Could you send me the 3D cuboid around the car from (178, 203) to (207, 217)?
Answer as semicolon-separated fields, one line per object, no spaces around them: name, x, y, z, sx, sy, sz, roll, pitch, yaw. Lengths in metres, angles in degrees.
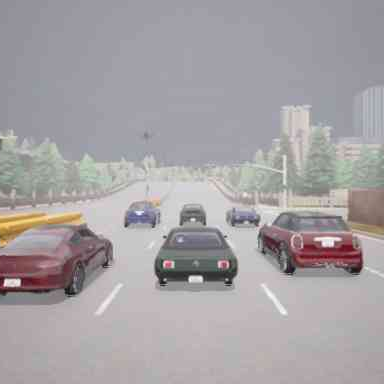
car;0.065;1.614;24.817;1.837;1.490;4.892;0;0;0

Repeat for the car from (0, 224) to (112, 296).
car;-3.414;1.563;8.635;1.812;1.442;4.674;0;0;0

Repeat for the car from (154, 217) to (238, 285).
car;0.087;1.643;9.584;1.895;1.301;4.718;0;0;0

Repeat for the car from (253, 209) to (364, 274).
car;3.586;1.399;10.906;2.097;1.767;4.553;0;0;0

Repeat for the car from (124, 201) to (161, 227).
car;-3.434;1.455;23.827;2.097;1.767;4.553;0;0;0

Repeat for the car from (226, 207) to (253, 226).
car;3.565;1.706;24.020;1.895;1.301;4.718;0;0;0
